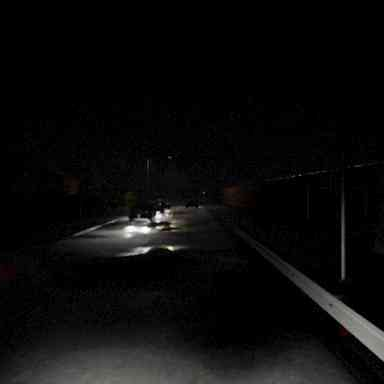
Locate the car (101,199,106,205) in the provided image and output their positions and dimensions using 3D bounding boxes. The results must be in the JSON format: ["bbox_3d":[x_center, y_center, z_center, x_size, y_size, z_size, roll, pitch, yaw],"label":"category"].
[{"bbox_3d":[-14.569,1.319,48.828,3.633,1.501,1.845,0,0,-3],"label":"car"}]

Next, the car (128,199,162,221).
[{"bbox_3d":[-4.100,1.575,28.128,2.128,1.511,4.902,0,0,0],"label":"car"}]

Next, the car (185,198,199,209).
[{"bbox_3d":[-0.007,1.671,48.603,1.812,1.442,4.674,0,0,0],"label":"car"}]

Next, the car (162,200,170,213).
[{"bbox_3d":[-4.078,1.604,37.608,2.128,1.511,4.902,0,0,0],"label":"car"}]
